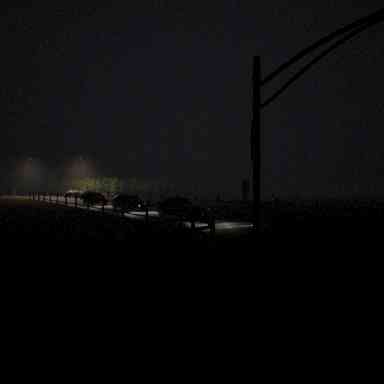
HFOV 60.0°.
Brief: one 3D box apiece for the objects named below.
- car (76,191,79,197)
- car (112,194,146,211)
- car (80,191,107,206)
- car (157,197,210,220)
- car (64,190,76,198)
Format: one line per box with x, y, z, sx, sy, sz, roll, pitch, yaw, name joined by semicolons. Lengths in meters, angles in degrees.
-16.460;0.540;53.260;1.882;1.535;5.008;0;1;-35;car
-6.117;0.970;31.952;1.837;1.490;4.892;0;1;-35;car
-11.723;0.815;40.024;1.812;1.442;4.674;0;1;-35;car
-0.718;1.114;24.198;1.882;1.535;5.008;0;1;-35;car
-22.376;0.375;61.750;2.128;1.511;4.902;0;1;-35;car
